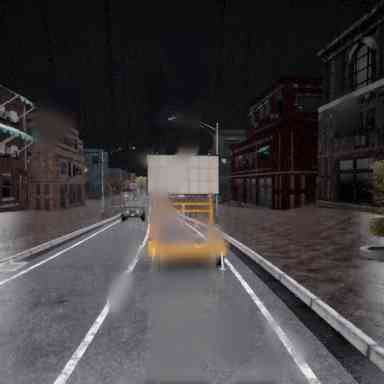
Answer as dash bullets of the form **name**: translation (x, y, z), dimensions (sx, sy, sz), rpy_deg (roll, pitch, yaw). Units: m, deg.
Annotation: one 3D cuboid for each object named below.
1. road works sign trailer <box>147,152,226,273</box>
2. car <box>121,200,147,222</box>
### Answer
- **road works sign trailer**: translation (-0.299, 0.497, 10.941), dimensions (2.380, 3.560, 2.880), rpy_deg (0, -1, -9)
- **car**: translation (-5.655, 1.808, 32.563), dimensions (2.150, 2.045, 5.566), rpy_deg (0, -2, -7)
